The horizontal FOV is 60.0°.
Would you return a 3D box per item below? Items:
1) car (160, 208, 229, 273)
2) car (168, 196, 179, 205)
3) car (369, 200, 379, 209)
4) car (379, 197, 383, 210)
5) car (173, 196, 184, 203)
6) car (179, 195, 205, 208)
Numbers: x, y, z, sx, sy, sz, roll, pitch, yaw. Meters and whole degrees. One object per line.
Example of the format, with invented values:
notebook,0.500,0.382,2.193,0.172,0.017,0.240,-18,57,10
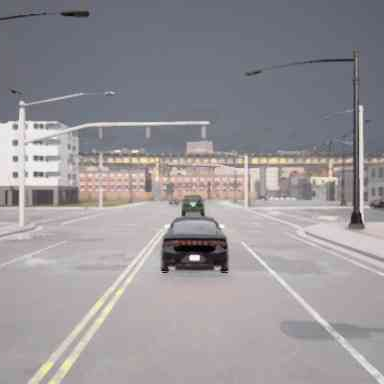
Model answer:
car,0.084,1.517,10.865,1.882,1.535,5.008,0,0,0
car,-3.498,1.734,63.884,1.837,1.490,4.892,0,0,1
car,24.769,1.269,41.659,4.553,1.767,2.097,-1,0,1
car,24.705,1.409,38.163,4.892,1.490,1.837,-1,0,1
car,-3.208,1.764,79.613,1.882,1.535,5.008,0,0,6
car,0.104,1.309,33.194,2.150,2.045,5.566,0,0,0
